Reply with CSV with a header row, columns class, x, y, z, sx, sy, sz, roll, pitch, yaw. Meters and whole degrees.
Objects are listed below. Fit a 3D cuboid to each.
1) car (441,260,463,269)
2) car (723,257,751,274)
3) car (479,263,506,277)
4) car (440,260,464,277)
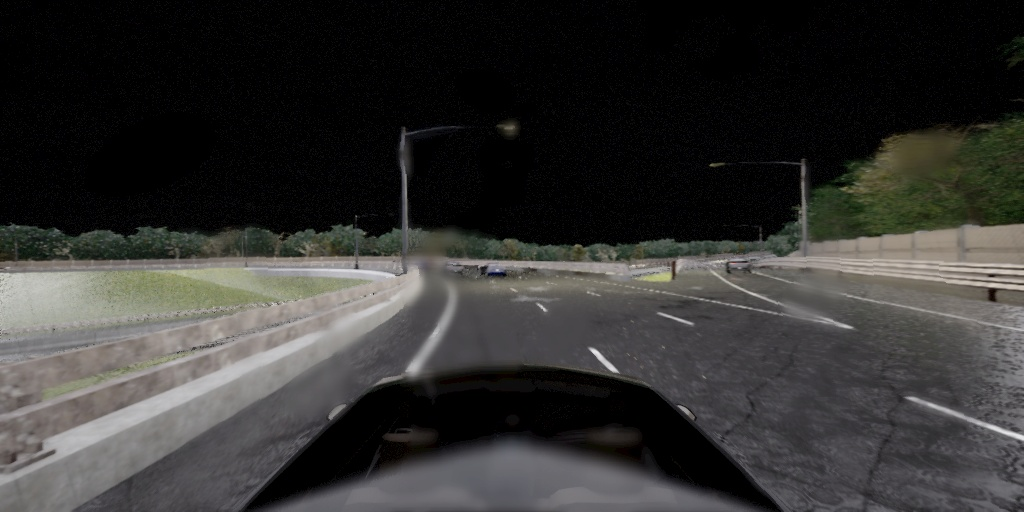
class,x,y,z,sx,sy,sz,roll,pitch,yaw
car,-10.398,1.468,61.578,1.812,1.442,4.674,-1,0,-35
car,21.012,0.865,33.572,2.128,1.511,4.902,-1,0,26
car,-2.006,1.349,36.070,1.994,1.385,4.181,-1,0,-18
car,-6.350,1.358,37.892,2.128,1.511,4.902,-1,0,-20
